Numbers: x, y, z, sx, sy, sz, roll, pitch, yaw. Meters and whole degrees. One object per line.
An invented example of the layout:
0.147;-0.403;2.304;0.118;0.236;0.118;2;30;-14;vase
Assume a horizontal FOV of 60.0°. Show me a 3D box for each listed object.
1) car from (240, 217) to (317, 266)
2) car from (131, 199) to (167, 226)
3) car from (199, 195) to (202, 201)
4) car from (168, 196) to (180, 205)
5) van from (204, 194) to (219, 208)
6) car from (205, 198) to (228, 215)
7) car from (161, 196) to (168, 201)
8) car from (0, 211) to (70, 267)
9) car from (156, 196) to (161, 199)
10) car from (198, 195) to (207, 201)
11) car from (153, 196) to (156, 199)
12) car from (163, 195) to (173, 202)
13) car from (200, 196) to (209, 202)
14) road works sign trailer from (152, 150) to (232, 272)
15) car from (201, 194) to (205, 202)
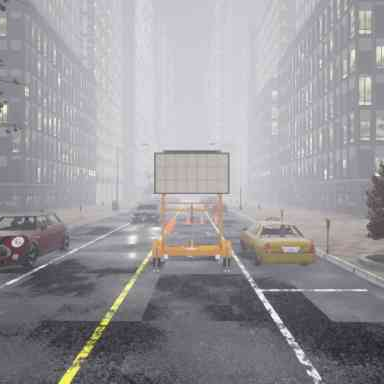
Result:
2.683;1.524;11.334;1.752;1.417;4.829;0;0;0;car
-3.107;1.500;23.652;1.837;1.490;4.892;0;0;0;car
2.670;1.562;62.393;1.802;1.307;4.206;0;0;0;car
-3.016;1.530;57.794;2.033;1.411;5.357;0;0;0;car
2.674;1.331;39.624;1.690;1.788;3.998;0;0;0;van
2.677;1.558;33.932;1.947;1.339;4.313;0;0;0;car
-5.710;1.423;56.713;1.967;1.590;4.097;0;0;0;car
-5.698;1.439;11.178;1.967;1.590;4.097;0;0;0;car
-5.706;1.570;45.329;1.802;1.307;4.206;0;0;0;car
2.664;1.514;85.162;2.008;1.369;4.403;0;0;0;car
-5.705;1.516;39.467;1.752;1.417;4.829;0;0;0;car
-5.715;1.534;79.480;1.947;1.339;4.313;0;0;0;car
2.667;1.517;73.778;1.887;1.381;4.507;0;0;0;car
-0.004;0.463;10.742;2.380;3.560;2.880;0;0;0;road works sign trailer
2.674;1.428;45.317;1.967;1.590;4.097;0;0;0;car
